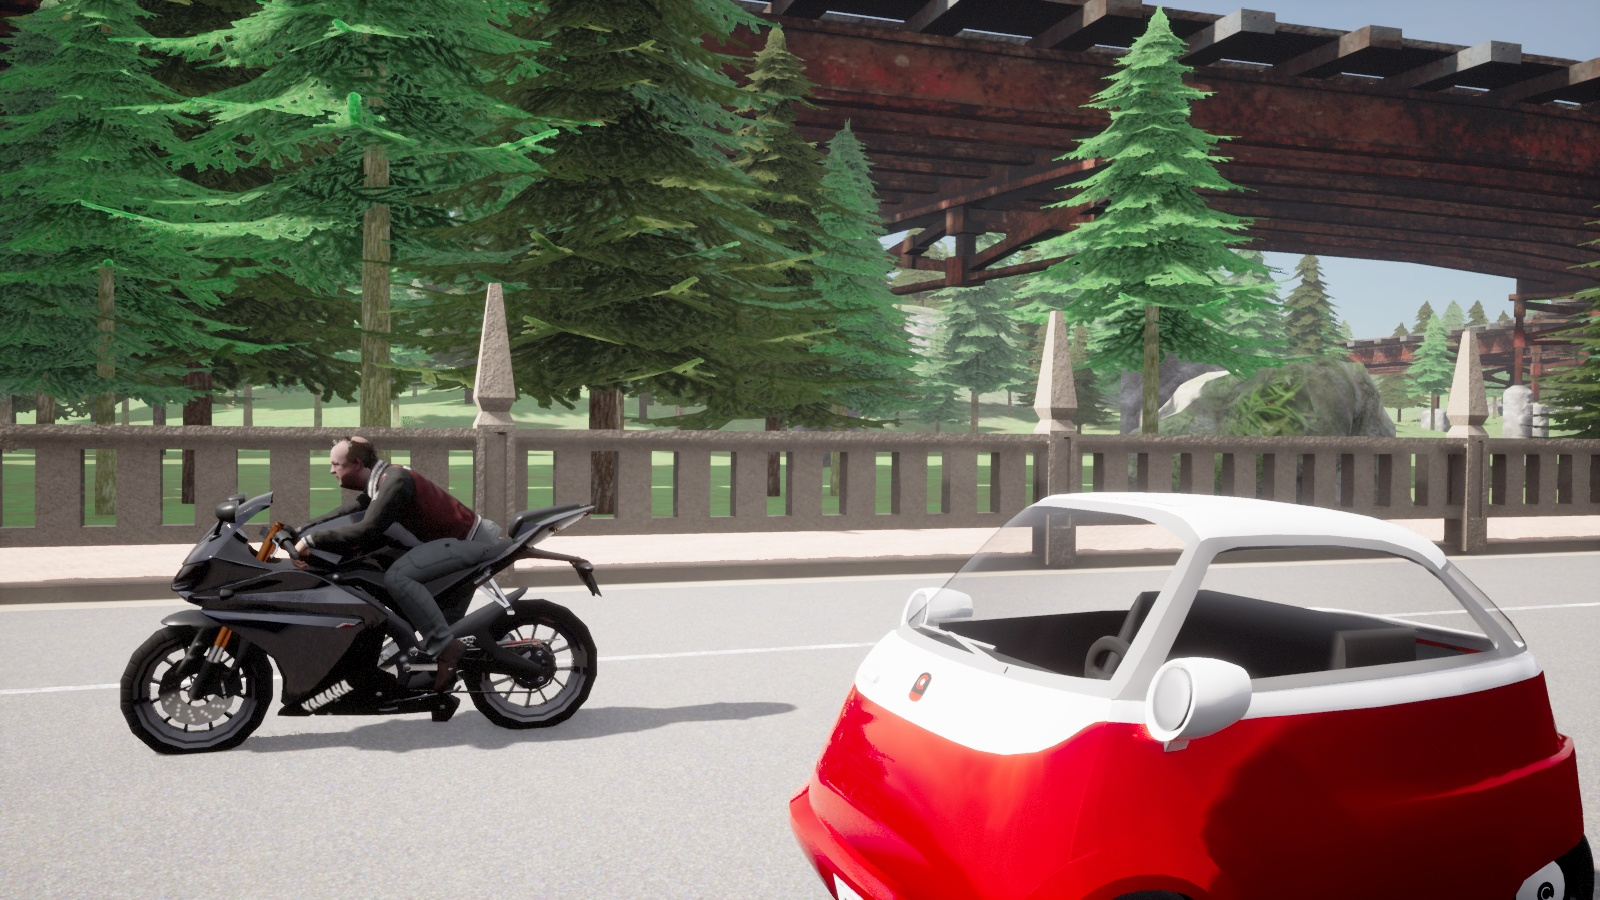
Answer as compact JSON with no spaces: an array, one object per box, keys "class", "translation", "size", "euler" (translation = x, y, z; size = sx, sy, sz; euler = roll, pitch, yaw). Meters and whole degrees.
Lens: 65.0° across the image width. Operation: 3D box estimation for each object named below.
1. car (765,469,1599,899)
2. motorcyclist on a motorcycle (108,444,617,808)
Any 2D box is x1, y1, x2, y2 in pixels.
[{"class":"car","translation":[1.187,0.780,3.690],"size":[2.207,1.376,1.481],"euler":[-1,1,-21]},{"class":"motorcyclist on a motorcycle","translation":[-2.089,0.755,6.190],"size":[2.191,1.530,0.866],"euler":[-1,1,-21]}]
